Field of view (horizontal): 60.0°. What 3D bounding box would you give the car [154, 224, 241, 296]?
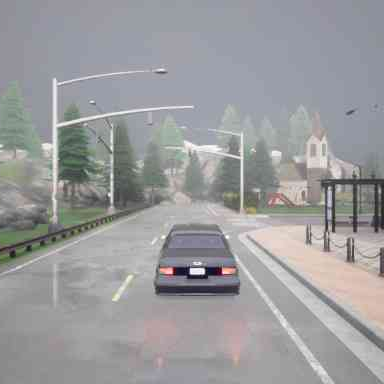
[{"bbox_3d":[0.100,1.547,8.804,2.033,1.411,5.357,0,0,0],"label":"car"}]
